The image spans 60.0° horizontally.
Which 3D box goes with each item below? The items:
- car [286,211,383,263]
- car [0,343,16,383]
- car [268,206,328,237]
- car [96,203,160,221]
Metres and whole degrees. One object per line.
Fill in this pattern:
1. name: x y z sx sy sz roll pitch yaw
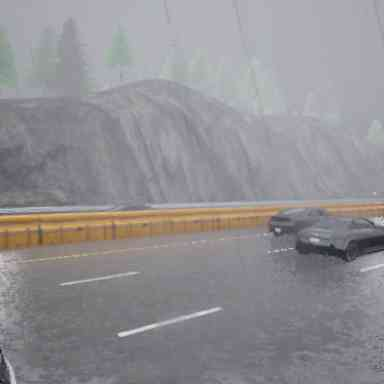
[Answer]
1. car: 5.663 1.548 12.091 4.181 1.385 1.994 0 0 -36
2. car: -3.700 1.225 1.102 5.566 2.045 2.150 0 0 -36
3. car: 5.890 1.484 16.555 4.892 1.490 1.837 0 0 -36
4. car: -4.396 1.533 22.230 4.892 1.490 1.837 0 0 -36
